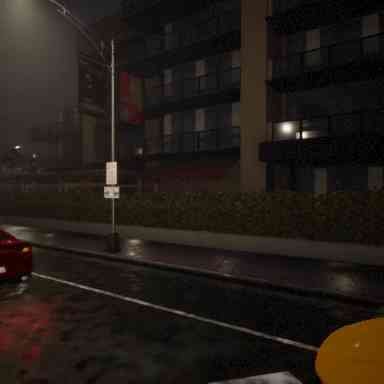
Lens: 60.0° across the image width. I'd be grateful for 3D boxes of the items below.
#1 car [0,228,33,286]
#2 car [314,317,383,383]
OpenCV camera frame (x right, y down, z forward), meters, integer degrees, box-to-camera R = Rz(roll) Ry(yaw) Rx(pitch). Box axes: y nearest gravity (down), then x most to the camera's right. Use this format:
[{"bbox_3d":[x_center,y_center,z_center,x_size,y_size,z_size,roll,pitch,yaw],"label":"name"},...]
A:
[{"bbox_3d":[-5.975,1.478,8.295,5.008,1.535,1.882,0,0,36],"label":"car"},{"bbox_3d":[3.273,1.478,1.771,5.008,1.535,1.882,0,0,34],"label":"car"}]
